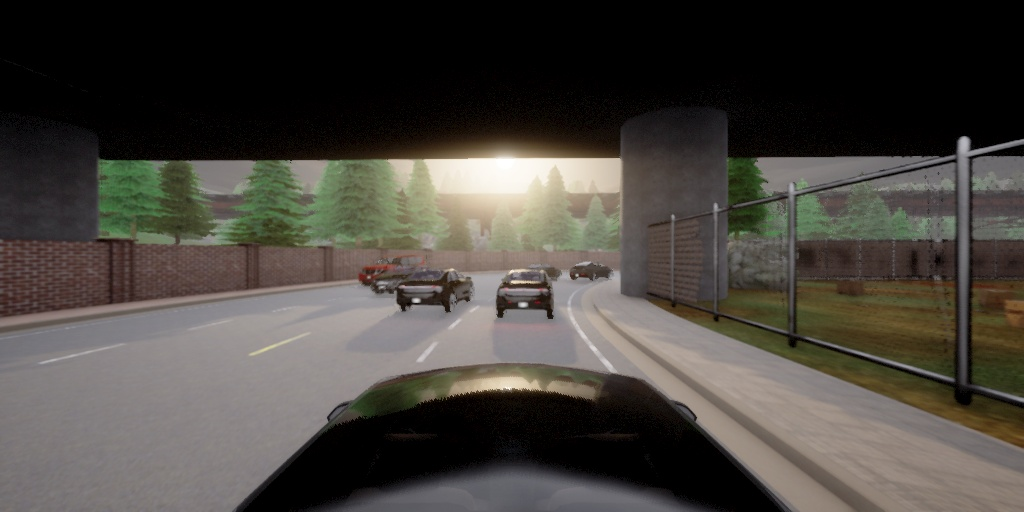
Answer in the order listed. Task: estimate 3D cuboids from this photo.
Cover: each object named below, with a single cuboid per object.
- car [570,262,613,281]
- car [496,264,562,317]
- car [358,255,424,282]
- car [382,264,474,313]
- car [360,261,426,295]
[{"bbox_3d":[6.516,1.207,29.191,1.837,1.490,4.892,-2,-1,40],"label":"car"},{"bbox_3d":[0.593,1.222,13.031,2.128,1.511,4.902,0,0,6],"label":"car"},{"bbox_3d":[-7.883,0.931,24.409,2.150,2.045,5.566,0,0,17],"label":"car"},{"bbox_3d":[-2.794,1.220,13.992,2.128,1.511,4.902,0,0,7],"label":"car"},{"bbox_3d":[-5.563,1.210,19.324,2.128,1.511,4.902,0,0,14],"label":"car"}]
